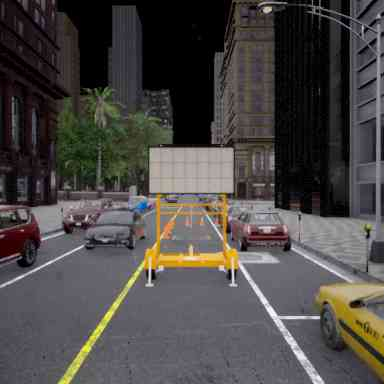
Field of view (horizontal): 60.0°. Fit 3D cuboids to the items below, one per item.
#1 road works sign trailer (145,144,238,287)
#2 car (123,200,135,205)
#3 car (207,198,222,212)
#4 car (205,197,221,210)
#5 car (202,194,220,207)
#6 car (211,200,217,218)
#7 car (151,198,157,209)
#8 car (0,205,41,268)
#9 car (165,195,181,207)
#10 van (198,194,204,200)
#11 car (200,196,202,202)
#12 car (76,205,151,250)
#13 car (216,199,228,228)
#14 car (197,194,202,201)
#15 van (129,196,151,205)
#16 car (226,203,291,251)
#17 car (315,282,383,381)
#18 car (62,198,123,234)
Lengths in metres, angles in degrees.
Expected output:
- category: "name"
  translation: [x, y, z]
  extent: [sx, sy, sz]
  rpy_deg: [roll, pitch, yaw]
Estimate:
- category: "road works sign trailer"
  translation: [-0.016, 0.464, 9.327]
  extent: [2.380, 3.560, 2.880]
  rpy_deg: [0, 0, 0]
- category: "car"
  translation: [-5.808, 1.548, 24.906]
  extent: [1.887, 1.381, 4.507]
  rpy_deg: [0, 0, 0]
- category: "car"
  translation: [2.708, 1.556, 30.332]
  extent: [2.008, 1.369, 4.403]
  rpy_deg: [0, 0, 0]
- category: "car"
  translation: [2.699, 1.533, 35.928]
  extent: [1.752, 1.417, 4.829]
  rpy_deg: [0, 0, 0]
- category: "car"
  translation: [2.689, 1.324, 41.183]
  extent: [2.192, 1.841, 5.009]
  rpy_deg: [0, 0, 0]
- category: "car"
  translation: [2.716, 1.548, 24.908]
  extent: [1.887, 1.381, 4.507]
  rpy_deg: [0, 0, 0]
- category: "car"
  translation: [-5.836, 1.449, 41.185]
  extent: [1.967, 1.590, 4.097]
  rpy_deg: [0, 0, 0]
- category: "car"
  translation: [-5.782, 1.315, 8.628]
  extent: [2.192, 1.841, 5.009]
  rpy_deg: [0, 0, 0]
- category: "car"
  translation: [-3.085, 1.558, 53.115]
  extent: [2.033, 1.411, 5.357]
  rpy_deg: [0, 0, 0]
- category: "van"
  translation: [2.601, 1.341, 94.731]
  extent: [1.690, 1.788, 3.998]
  rpy_deg: [0, 0, 0]
- category: "car"
  translation: [2.672, 1.576, 52.033]
  extent: [1.947, 1.339, 4.313]
  rpy_deg: [0, 0, 0]
- category: "car"
  translation: [-3.125, 1.505, 14.331]
  extent: [1.837, 1.490, 4.892]
  rpy_deg: [0, 0, 0]
- category: "car"
  translation: [2.726, 1.441, 19.483]
  extent: [1.967, 1.590, 4.097]
  rpy_deg: [0, 0, 0]
- category: "car"
  translation: [2.629, 1.573, 78.470]
  extent: [1.947, 1.339, 4.313]
  rpy_deg: [0, 0, 0]
- category: "van"
  translation: [-5.827, 1.349, 35.758]
  extent: [1.690, 1.788, 3.998]
  rpy_deg: [0, 0, 0]
- category: "car"
  translation: [2.735, 1.440, 14.057]
  extent: [1.967, 1.590, 4.097]
  rpy_deg: [0, 0, 0]
- category: "car"
  translation: [2.753, 1.525, 3.378]
  extent: [1.752, 1.417, 4.829]
  rpy_deg: [0, 0, 0]
- category: "car"
  translation: [-5.800, 1.317, 19.480]
  extent: [2.192, 1.841, 5.009]
  rpy_deg: [0, 0, 0]
